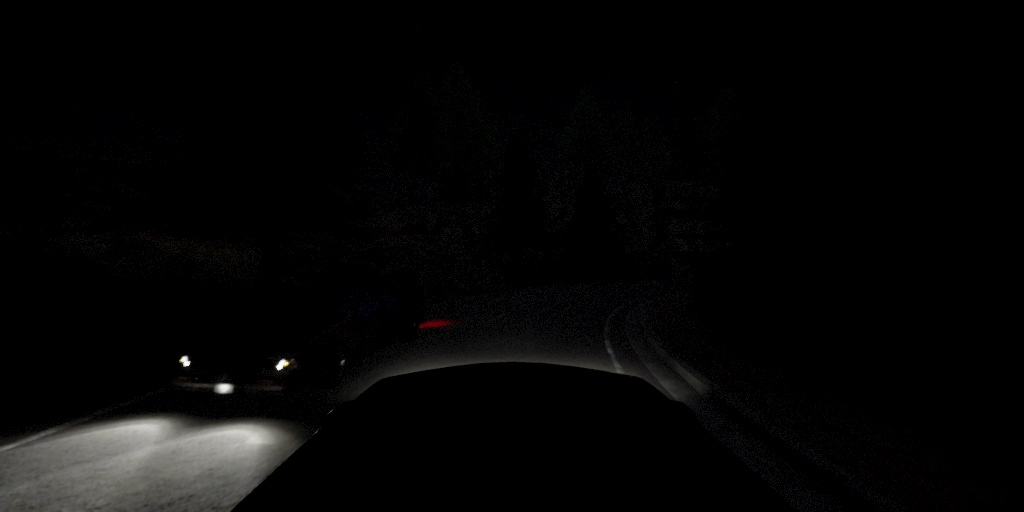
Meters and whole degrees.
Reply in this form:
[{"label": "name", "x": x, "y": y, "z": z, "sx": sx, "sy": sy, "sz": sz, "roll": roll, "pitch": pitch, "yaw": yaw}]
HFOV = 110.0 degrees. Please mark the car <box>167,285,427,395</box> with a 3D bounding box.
[{"label": "car", "x": -3.381, "y": 1.304, "z": 7.198, "sx": 2.033, "sy": 1.411, "sz": 5.357, "roll": 0, "pitch": 0, "yaw": 6}]
